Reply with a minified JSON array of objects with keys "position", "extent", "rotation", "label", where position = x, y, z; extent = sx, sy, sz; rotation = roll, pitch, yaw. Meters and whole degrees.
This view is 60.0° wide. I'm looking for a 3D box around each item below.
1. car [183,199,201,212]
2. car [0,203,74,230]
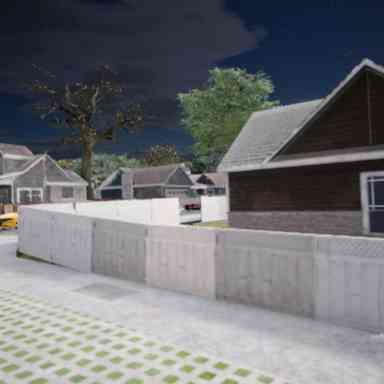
[{"position":[1.085,1.429,36.171],"extent":[1.895,1.301,4.718],"rotation":[-3,-1,36],"label":"car"},{"position":[-9.781,1.533,21.352],"extent":[1.882,1.535,5.008],"rotation":[-3,-1,36],"label":"car"}]
